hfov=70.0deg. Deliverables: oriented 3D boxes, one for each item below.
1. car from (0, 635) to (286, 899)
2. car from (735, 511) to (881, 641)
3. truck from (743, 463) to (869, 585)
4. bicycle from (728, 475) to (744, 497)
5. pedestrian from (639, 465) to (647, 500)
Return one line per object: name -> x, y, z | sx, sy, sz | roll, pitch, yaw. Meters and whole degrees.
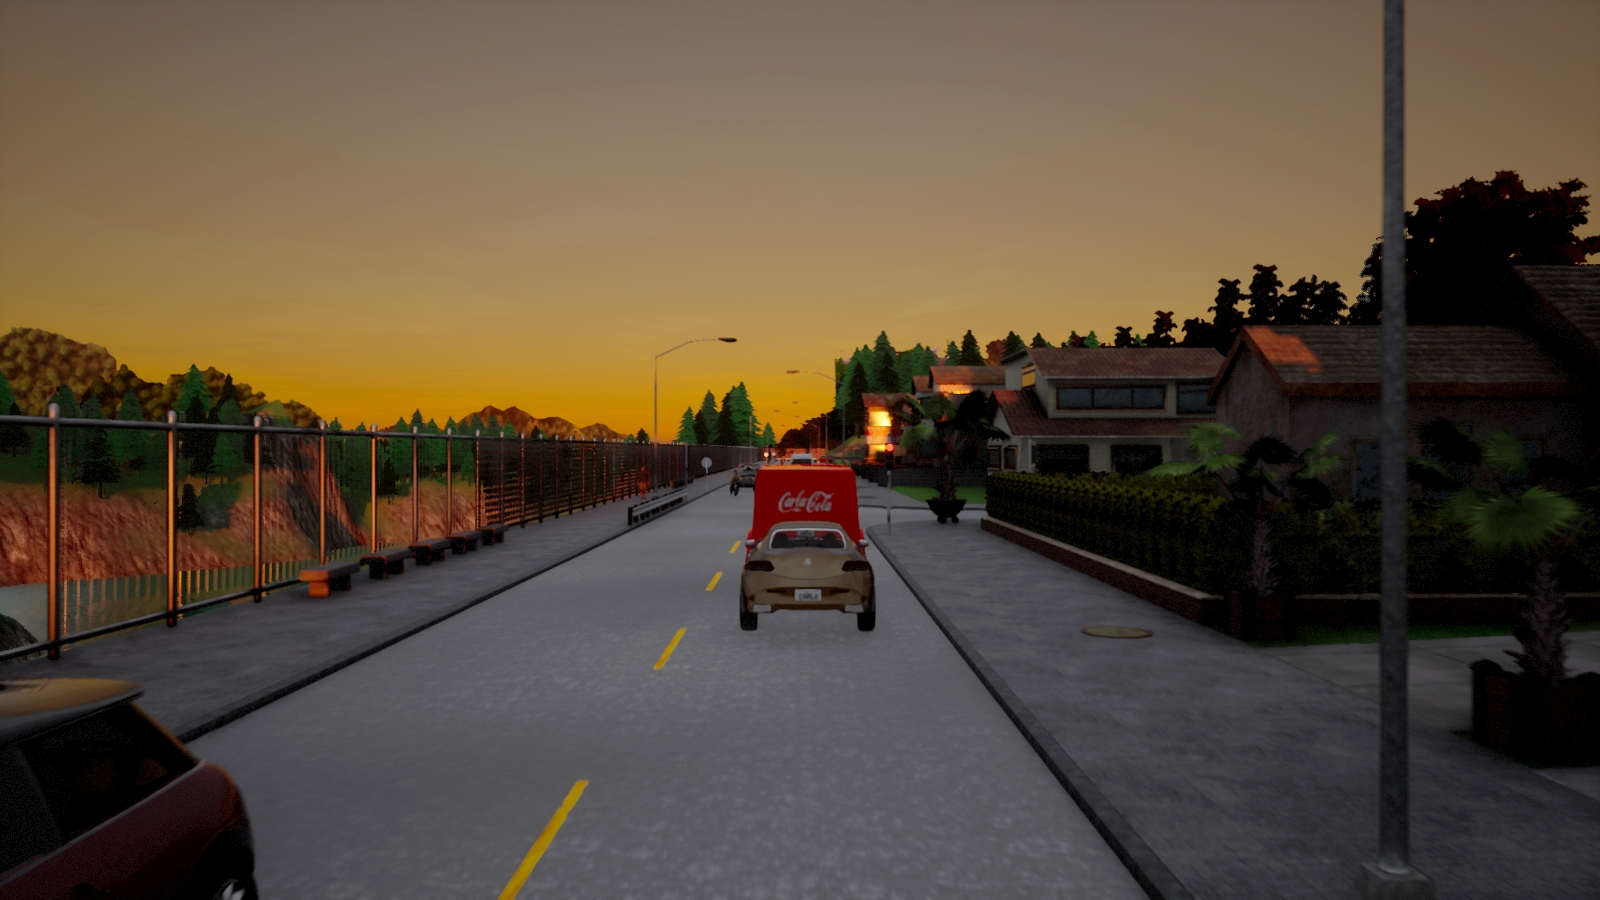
car -> -3.890, 1.906, 4.044 | 2.097, 1.767, 4.553 | 0, 0, 0
car -> 0.120, 1.992, 19.351 | 2.152, 1.651, 5.027 | 0, 0, 0
truck -> 0.127, 1.569, 26.271 | 2.627, 2.467, 5.204 | 0, 0, 0
bicycle -> -3.842, 2.158, 68.389 | 0.859, 1.276, 1.487 | 0, -1, 0
pedestrian -> -8.425, 1.746, 61.326 | 0.375, 1.860, 0.375 | 0, 0, 5
